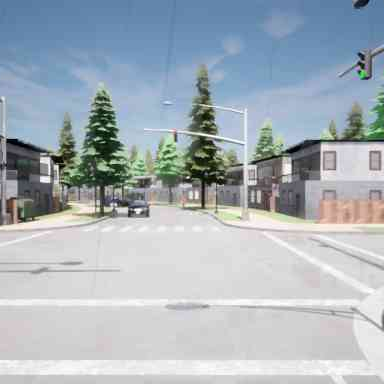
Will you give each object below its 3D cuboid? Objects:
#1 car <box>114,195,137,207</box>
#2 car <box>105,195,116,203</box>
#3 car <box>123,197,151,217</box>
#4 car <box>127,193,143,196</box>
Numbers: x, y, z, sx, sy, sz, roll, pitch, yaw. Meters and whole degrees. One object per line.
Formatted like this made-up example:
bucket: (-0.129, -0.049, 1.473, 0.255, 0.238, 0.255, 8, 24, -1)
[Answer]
car: (-9.840, 1.566, 49.315, 1.895, 1.301, 4.718, 0, 0, -24)
car: (-16.507, 1.318, 66.785, 2.097, 1.767, 4.553, 0, 0, -45)
car: (-4.839, 1.457, 30.567, 2.128, 1.511, 4.902, 0, 0, -7)
car: (-10.391, 1.187, 58.441, 2.150, 2.045, 5.566, 0, 0, -36)
